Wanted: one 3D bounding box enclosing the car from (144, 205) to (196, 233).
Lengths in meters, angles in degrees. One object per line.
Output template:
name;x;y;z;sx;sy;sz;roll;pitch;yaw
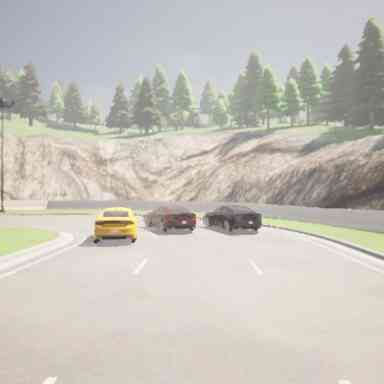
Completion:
car;-1.457;1.537;20.563;1.882;1.535;5.008;1;-1;-24

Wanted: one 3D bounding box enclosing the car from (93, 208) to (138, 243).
car;-3.755;1.525;16.636;1.882;1.535;5.008;1;0;-10

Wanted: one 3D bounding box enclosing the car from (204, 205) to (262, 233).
car;2.367;1.538;20.550;1.882;1.535;5.008;1;0;-20
